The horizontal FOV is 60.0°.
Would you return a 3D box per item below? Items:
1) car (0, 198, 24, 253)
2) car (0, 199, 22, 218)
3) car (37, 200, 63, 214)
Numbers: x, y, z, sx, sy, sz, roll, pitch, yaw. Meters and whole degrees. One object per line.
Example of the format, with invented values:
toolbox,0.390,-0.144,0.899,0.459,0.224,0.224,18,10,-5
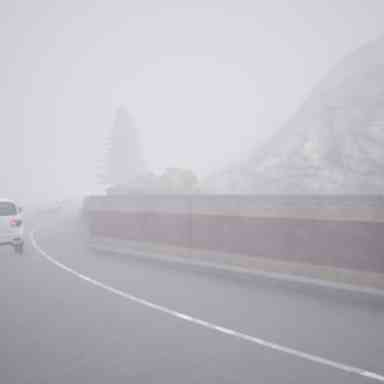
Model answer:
car,-8.163,1.239,13.445,2.150,2.045,5.566,1,0,-32
car,-17.562,1.462,30.930,1.882,1.535,5.008,0,0,-12
car,-14.794,1.524,34.759,1.812,1.442,4.674,1,0,-11
